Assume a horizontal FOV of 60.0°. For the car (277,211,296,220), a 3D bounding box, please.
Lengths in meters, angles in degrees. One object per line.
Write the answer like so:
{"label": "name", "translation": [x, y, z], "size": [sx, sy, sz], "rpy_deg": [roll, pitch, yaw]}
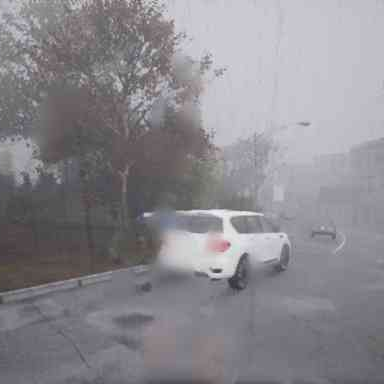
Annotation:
{"label": "car", "translation": [16.378, 4.078, 57.935], "size": [1.994, 1.385, 4.181], "rpy_deg": [0, 0, 0]}

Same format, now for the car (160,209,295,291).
{"label": "car", "translation": [1.317, 1.594, 10.403], "size": [2.150, 2.045, 5.566], "rpy_deg": [0, -3, 33]}

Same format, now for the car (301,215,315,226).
{"label": "car", "translation": [15.545, 3.743, 43.521], "size": [2.033, 1.411, 5.357], "rpy_deg": [0, -2, 9]}

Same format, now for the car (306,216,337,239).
{"label": "car", "translation": [10.784, 2.946, 27.249], "size": [2.033, 1.411, 5.357], "rpy_deg": [1, -3, 23]}
